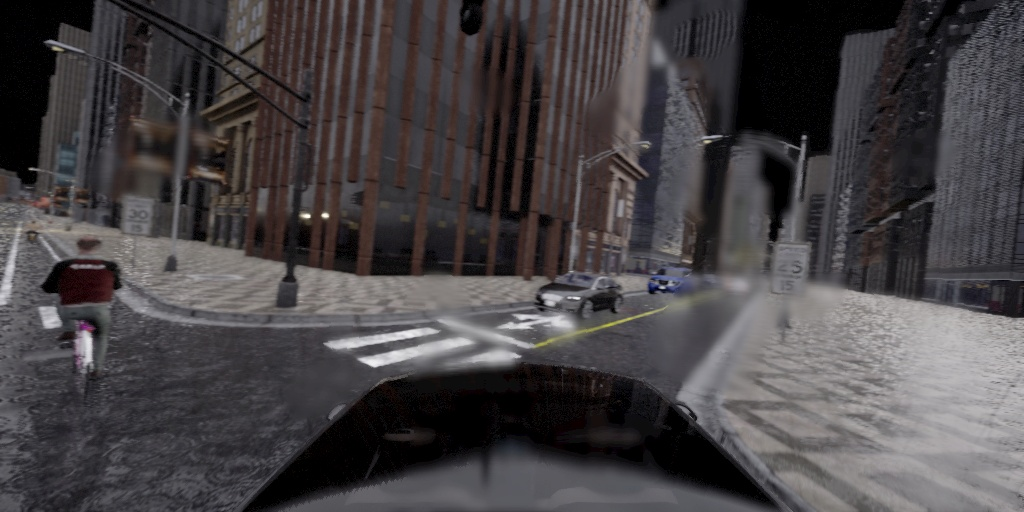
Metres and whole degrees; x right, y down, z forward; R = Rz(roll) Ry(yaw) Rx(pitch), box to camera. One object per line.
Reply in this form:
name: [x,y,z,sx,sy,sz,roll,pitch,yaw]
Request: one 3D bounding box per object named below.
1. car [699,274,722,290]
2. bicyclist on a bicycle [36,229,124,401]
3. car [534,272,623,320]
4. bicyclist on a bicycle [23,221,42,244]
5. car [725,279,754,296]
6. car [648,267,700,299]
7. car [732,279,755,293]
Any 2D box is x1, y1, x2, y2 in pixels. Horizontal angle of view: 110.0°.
car: [22.811,2.938,41.242,2.097,1.767,4.553,6,1,36]
bicyclist on a bicycle: [-5.008,0.643,4.184,1.843,1.776,0.659,4,0,36]
car: [2.694,1.385,13.567,2.128,1.511,4.902,6,1,36]
bicyclist on a bicycle: [-32.812,-1.628,24.552,1.509,1.612,0.866,5,0,36]
car: [22.608,3.118,35.794,1.812,1.442,4.674,6,1,37]
car: [11.546,1.839,25.780,2.150,2.045,5.566,6,1,36]
car: [28.389,3.611,43.884,2.033,1.411,5.357,6,1,36]
